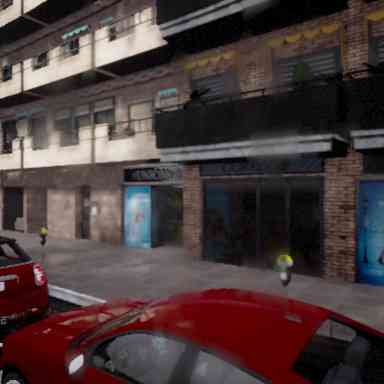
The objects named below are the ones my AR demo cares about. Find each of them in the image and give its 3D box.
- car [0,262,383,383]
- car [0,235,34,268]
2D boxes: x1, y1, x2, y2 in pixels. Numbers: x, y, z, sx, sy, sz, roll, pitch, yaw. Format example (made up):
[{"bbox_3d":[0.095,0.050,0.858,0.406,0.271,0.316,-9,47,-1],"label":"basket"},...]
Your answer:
[{"bbox_3d":[0.114,1.545,2.785,4.507,1.381,1.887,0,0,35],"label":"car"},{"bbox_3d":[-4.479,1.442,6.040,4.097,1.590,1.967,0,0,35],"label":"car"}]
